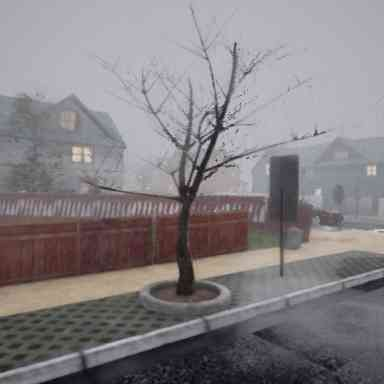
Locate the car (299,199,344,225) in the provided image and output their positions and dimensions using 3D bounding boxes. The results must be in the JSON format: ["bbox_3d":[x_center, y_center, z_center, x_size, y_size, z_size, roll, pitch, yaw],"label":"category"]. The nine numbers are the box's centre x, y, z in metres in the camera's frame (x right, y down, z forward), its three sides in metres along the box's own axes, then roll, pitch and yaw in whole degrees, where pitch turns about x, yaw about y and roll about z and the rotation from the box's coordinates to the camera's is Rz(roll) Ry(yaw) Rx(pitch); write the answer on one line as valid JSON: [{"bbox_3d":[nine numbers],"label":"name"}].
[{"bbox_3d":[7.146,1.199,21.217,1.882,1.535,5.008,1,1,-34],"label":"car"}]
